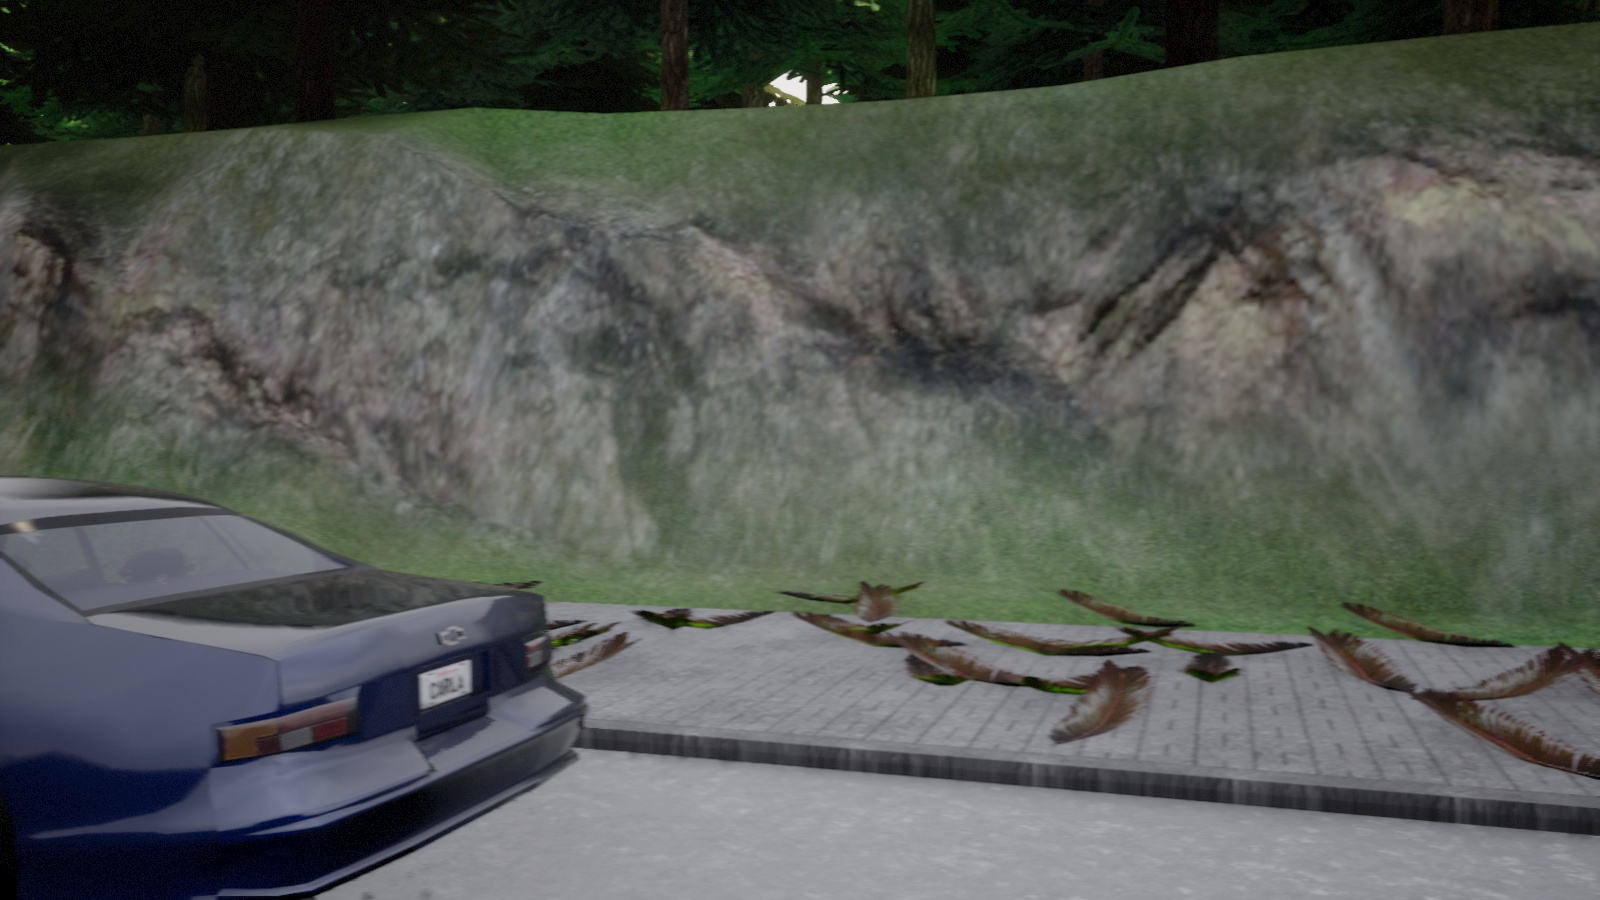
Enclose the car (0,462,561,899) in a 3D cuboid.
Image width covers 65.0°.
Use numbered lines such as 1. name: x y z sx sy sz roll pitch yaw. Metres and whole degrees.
1. car: -3.840 0.779 5.011 5.357 1.411 2.033 1 1 19
